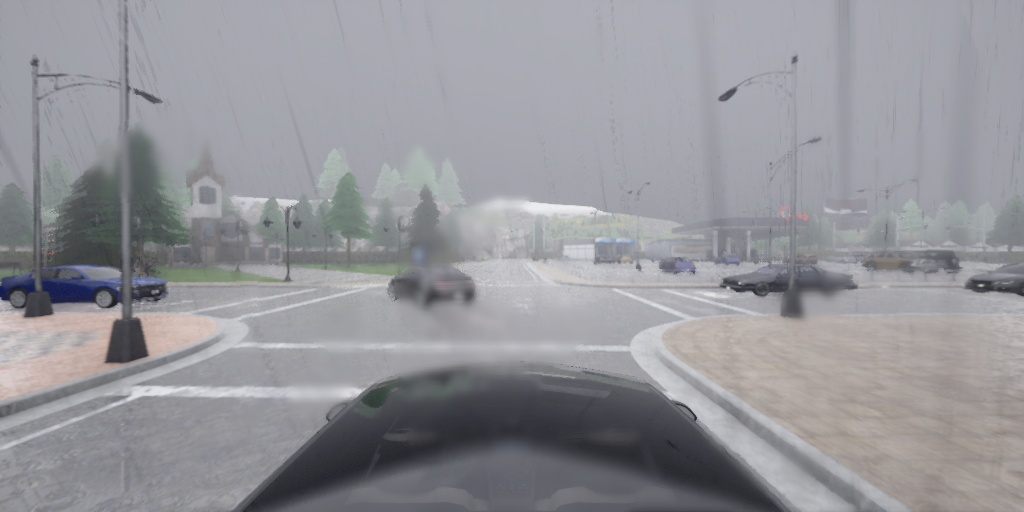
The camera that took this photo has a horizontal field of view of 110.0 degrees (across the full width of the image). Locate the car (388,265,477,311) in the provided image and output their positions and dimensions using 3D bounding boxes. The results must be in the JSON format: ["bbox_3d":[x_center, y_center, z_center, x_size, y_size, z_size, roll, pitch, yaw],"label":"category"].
[{"bbox_3d":[-3.178,1.096,13.661,2.128,1.511,4.902,0,0,-37],"label":"car"}]

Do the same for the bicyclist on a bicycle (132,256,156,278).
[{"bbox_3d":[-21.755,0.814,21.077,0.582,1.620,1.656,0,1,1],"label":"bicyclist on a bicycle"}]

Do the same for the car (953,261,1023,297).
[{"bbox_3d":[24.354,1.067,16.763,4.892,1.490,1.837,-2,1,1],"label":"car"}]

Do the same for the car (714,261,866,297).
[{"bbox_3d":[12.849,1.112,16.892,5.357,1.411,2.033,0,1,1],"label":"car"}]

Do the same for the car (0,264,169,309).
[{"bbox_3d":[-15.935,1.077,13.528,5.008,1.535,1.882,0,1,1],"label":"car"}]
